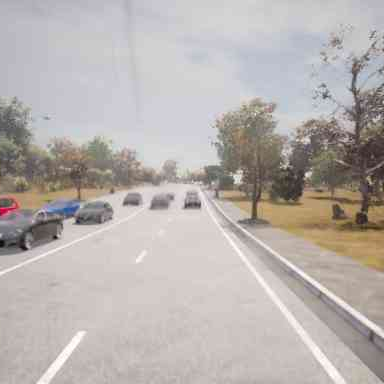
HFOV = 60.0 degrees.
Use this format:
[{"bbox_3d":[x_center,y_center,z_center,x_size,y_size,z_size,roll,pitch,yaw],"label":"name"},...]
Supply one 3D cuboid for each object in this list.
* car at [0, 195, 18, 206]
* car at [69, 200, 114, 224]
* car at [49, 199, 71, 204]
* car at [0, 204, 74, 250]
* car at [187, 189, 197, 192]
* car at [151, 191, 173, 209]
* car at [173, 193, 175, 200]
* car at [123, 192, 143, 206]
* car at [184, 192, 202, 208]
[{"bbox_3d":[-10.595,1.202,16.411,2.150,2.045,5.566,0,0,-1],"label":"car"},{"bbox_3d":[-7.089,1.433,24.551,1.837,1.490,4.892,0,1,0],"label":"car"},{"bbox_3d":[-10.583,1.355,26.878,1.882,1.535,5.008,0,2,0],"label":"car"},{"bbox_3d":[-7.099,1.475,14.203,2.128,1.511,4.902,0,0,0],"label":"car"},{"bbox_3d":[0.022,0.353,48.348,1.812,1.442,4.674,0,3,0],"label":"car"},{"bbox_3d":[-3.399,0.964,36.433,1.837,1.490,4.892,0,3,0],"label":"car"},{"bbox_3d":[-3.482,0.458,47.798,1.895,1.301,4.718,0,3,0],"label":"car"},{"bbox_3d":[-7.007,0.787,39.856,1.837,1.490,4.892,0,3,0],"label":"car"},{"bbox_3d":[0.102,1.031,36.966,1.895,1.301,4.718,0,3,0],"label":"car"}]
